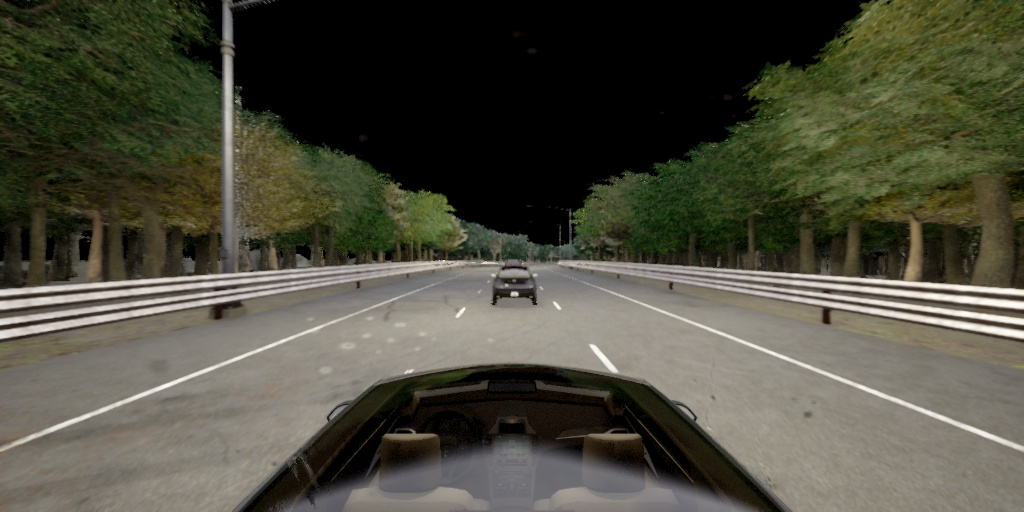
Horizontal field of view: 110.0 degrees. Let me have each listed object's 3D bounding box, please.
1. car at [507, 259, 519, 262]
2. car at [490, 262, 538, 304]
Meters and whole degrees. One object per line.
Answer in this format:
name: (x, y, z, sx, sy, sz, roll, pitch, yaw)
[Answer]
car: (0.177, 1.122, 45.709, 2.097, 1.767, 4.553, 0, -1, 1)
car: (0.096, 1.182, 15.934, 1.837, 1.490, 4.892, 0, 0, 0)
